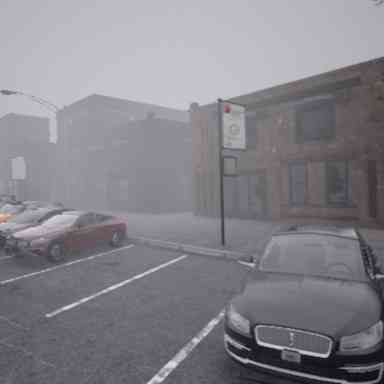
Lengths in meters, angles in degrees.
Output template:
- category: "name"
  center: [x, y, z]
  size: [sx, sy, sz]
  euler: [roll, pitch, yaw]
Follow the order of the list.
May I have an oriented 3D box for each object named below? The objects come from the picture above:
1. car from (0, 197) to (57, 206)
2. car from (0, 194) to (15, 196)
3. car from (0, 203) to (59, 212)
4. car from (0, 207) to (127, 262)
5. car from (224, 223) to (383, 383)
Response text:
- category: "car"
  center: [-8.378, 1.283, 16.293]
  size: [2.185, 1.767, 4.553]
  euler: [0, 1, 26]
- category: "car"
  center: [-14.637, 1.214, 22.729]
  size: [2.435, 2.045, 5.566]
  euler: [0, 0, 26]
- category: "car"
  center: [-6.322, 1.421, 14.080]
  size: [2.163, 1.488, 4.792]
  euler: [0, 1, 26]
- category: "car"
  center: [-4.223, 1.415, 11.948]
  size: [2.002, 1.452, 4.674]
  euler: [0, 1, 26]
- category: "car"
  center: [2.039, 1.328, 5.483]
  size: [2.231, 1.521, 4.892]
  euler: [0, 1, 26]
